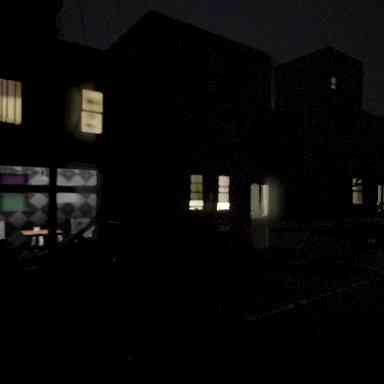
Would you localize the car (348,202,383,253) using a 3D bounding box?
[{"bbox_3d":[7.785,1.237,12.093,5.009,1.841,2.192,0,1,-35],"label":"car"}]

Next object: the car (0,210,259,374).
[{"bbox_3d":[-1.017,1.301,5.811,5.009,1.841,2.192,0,1,-35],"label":"car"}]
